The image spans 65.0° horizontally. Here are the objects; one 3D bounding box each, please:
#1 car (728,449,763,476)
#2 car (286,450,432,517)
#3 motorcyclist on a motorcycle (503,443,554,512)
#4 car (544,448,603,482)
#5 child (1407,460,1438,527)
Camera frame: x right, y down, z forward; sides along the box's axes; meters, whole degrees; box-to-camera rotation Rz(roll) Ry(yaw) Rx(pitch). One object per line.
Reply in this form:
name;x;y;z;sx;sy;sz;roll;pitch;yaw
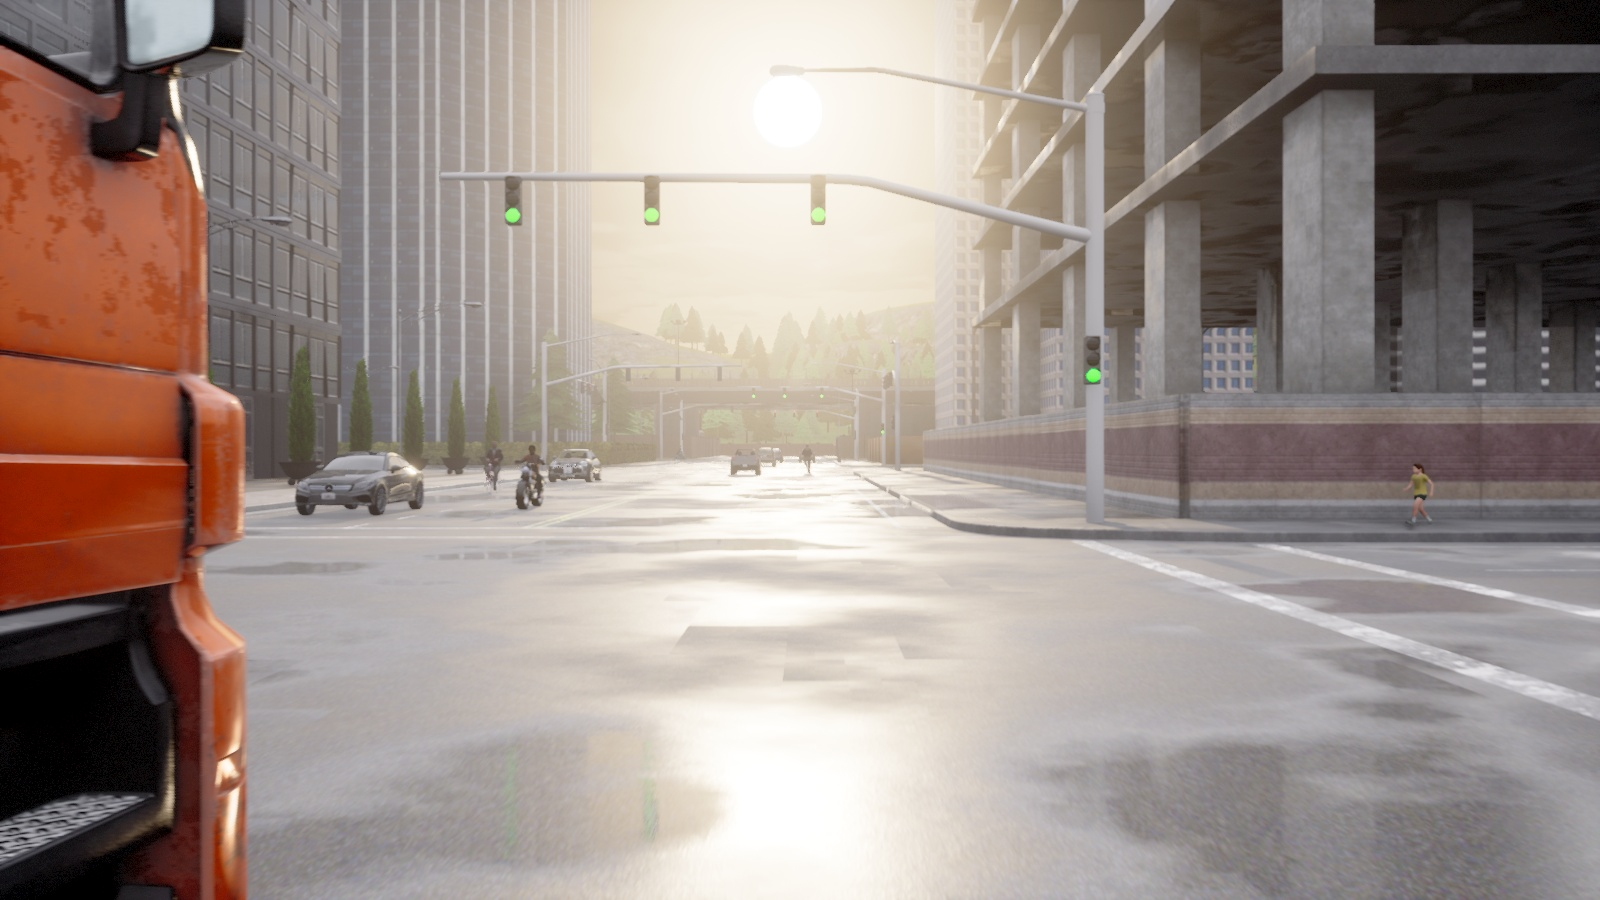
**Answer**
car;-3.084;0.682;72.130;1.845;1.501;3.633;0;0;0
car;-10.320;0.737;29.760;1.812;1.442;4.674;0;0;0
motorcyclist on a motorcycle;-6.810;0.662;31.599;0.766;1.649;2.350;0;0;0
car;-10.170;0.645;56.664;1.970;1.475;3.806;0;0;0
child;10.430;0.721;21.049;0.394;1.110;0.255;0;0;-11
